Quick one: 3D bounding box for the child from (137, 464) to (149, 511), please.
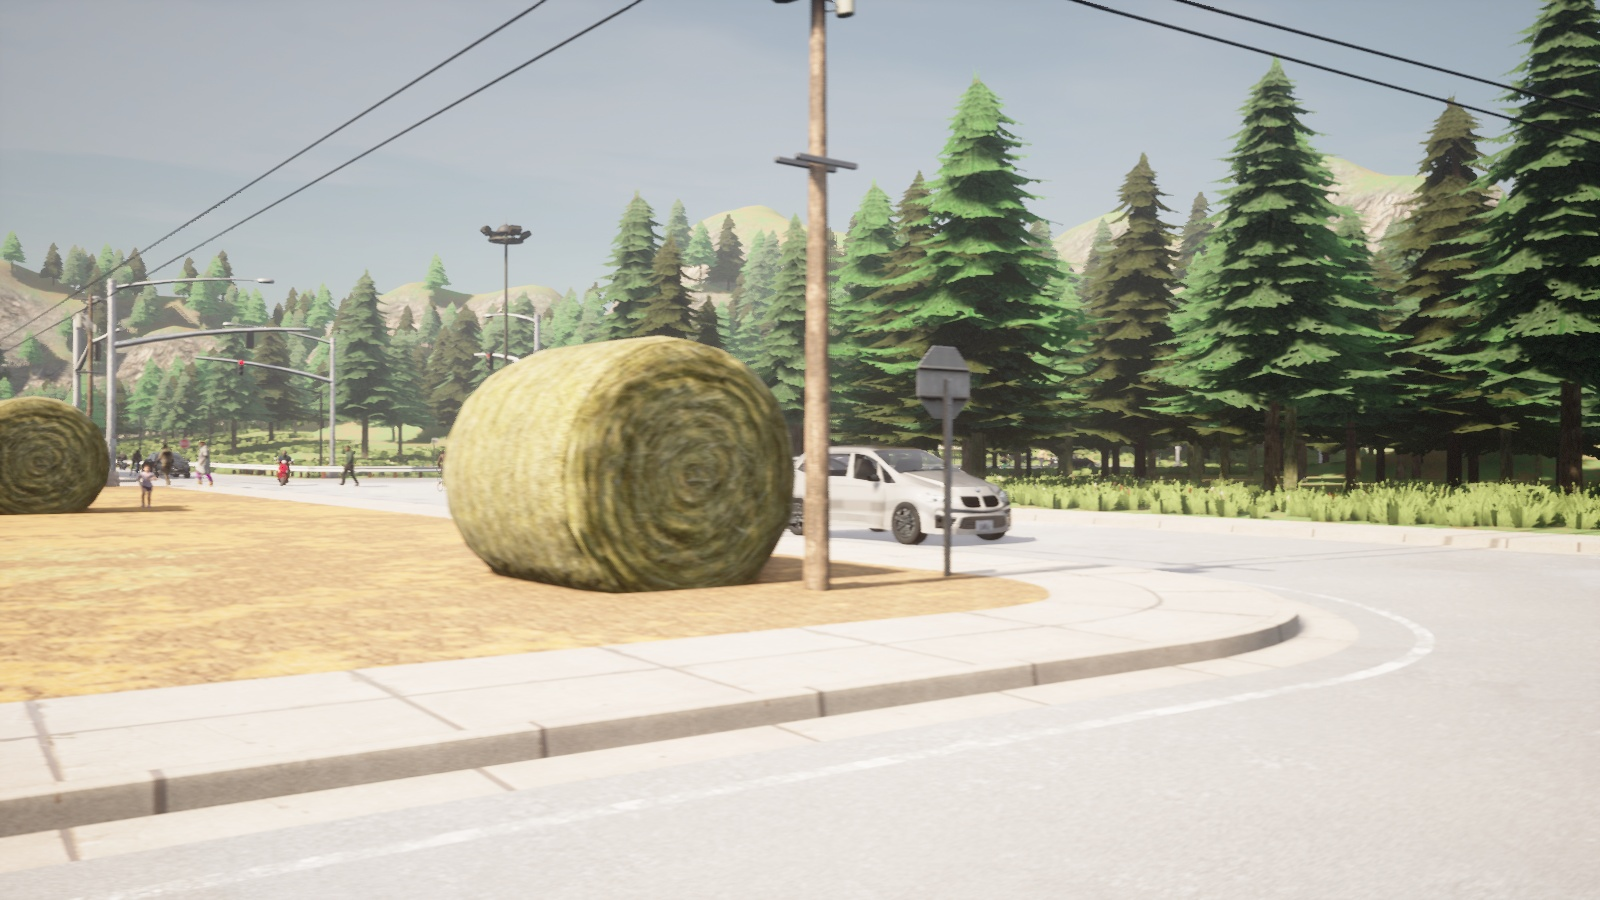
[{"bbox_3d":[-15.703,0.900,30.024,0.255,1.110,0.394,0,0,-27],"label":"child"}]

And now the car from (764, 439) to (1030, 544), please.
[{"bbox_3d":[1.617,0.671,22.531,2.242,1.667,4.611,0,0,-37],"label":"car"}]

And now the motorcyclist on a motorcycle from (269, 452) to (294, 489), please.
[{"bbox_3d":[-22.848,0.899,55.368,0.866,1.590,1.817,2,-1,-19],"label":"motorcyclist on a motorcycle"}]

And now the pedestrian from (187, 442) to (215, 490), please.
[{"bbox_3d":[-24.324,0.641,51.006,0.873,1.952,0.659,0,0,-41],"label":"pedestrian"}]

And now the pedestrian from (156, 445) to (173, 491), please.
[{"bbox_3d":[-26.684,0.737,52.704,0.692,1.930,0.396,0,0,39],"label":"pedestrian"}]

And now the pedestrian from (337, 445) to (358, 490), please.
[{"bbox_3d":[-19.600,0.744,54.375,0.788,1.949,0.423,0,0,-36],"label":"pedestrian"}]

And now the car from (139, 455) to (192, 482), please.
[{"bbox_3d":[-36.176,1.033,71.557,1.837,1.490,4.892,0,0,-38],"label":"car"}]

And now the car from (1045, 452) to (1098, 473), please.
[{"bbox_3d":[19.923,0.892,92.152,3.705,1.549,1.789,0,0,-36],"label":"car"}]
